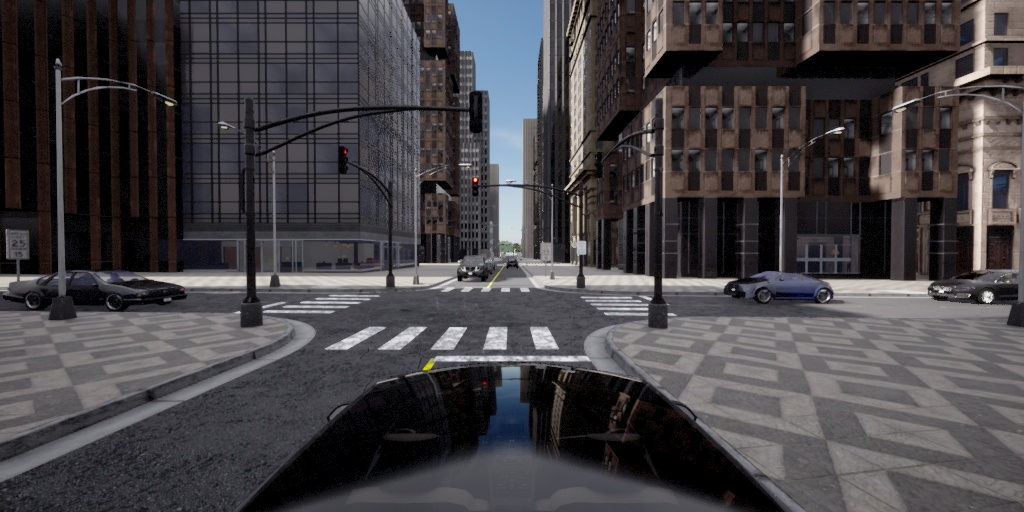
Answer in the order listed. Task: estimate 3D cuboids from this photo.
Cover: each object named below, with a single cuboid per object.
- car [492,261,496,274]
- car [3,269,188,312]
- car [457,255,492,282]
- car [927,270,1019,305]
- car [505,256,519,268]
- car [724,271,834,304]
[{"bbox_3d":[-3.116,1.287,39.575,1.994,1.385,4.181,0,0,0],"label":"car"},{"bbox_3d":[-15.374,1.202,13.354,5.357,1.411,2.033,1,1,2],"label":"car"},{"bbox_3d":[-3.117,0.955,29.549,2.150,2.045,5.566,0,0,0],"label":"car"},{"bbox_3d":[22.306,1.403,16.610,4.892,1.490,1.837,0,1,0],"label":"car"},{"bbox_3d":[0.066,1.204,58.981,1.837,1.490,4.892,0,0,0],"label":"car"},{"bbox_3d":[12.225,1.388,16.585,4.181,1.385,1.994,0,1,0],"label":"car"}]
